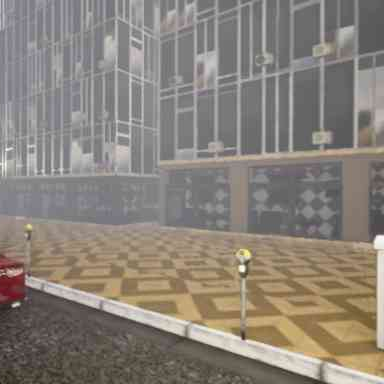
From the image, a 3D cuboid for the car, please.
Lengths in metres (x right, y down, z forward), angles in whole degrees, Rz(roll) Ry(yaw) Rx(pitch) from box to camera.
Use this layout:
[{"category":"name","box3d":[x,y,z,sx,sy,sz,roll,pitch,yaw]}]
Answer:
[{"category":"car","box3d":[-5.006,1.498,6.449,4.507,1.381,1.887,0,0,36]}]
